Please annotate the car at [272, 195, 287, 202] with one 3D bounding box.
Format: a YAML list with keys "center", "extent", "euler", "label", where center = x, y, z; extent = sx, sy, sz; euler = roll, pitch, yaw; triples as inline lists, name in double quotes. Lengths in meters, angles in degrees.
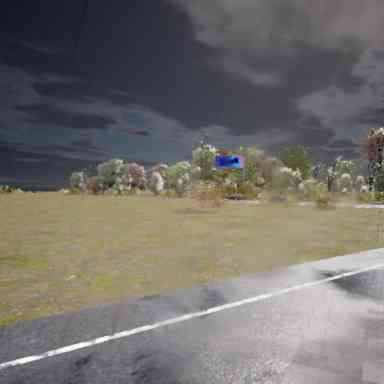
- center: [17.887, 1.420, 69.191]
  extent: [2.033, 1.411, 5.357]
  euler: [0, 0, -34]
  label: "car"

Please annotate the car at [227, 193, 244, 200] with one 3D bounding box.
- center: [10.438, 1.099, 80.219]
  extent: [2.097, 1.767, 4.553]
  euler: [0, 0, -34]
  label: "car"
